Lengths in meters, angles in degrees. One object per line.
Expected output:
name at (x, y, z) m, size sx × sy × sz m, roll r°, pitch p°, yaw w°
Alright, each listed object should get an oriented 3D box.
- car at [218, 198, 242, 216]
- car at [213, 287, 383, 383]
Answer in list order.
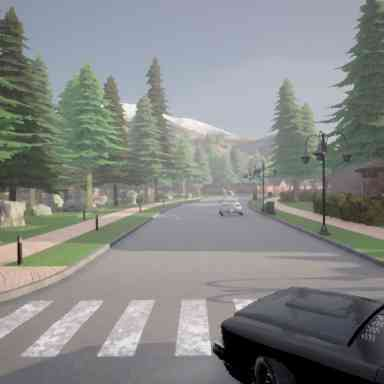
car at (3.302, 1.228, 29.086) m, size 1.812 × 1.442 × 4.674 m, roll -1°, pitch 1°, yaw 2°
car at (2.486, 1.583, 2.815) m, size 4.718 × 1.301 × 1.895 m, roll 0°, pitch 1°, yaw 42°
